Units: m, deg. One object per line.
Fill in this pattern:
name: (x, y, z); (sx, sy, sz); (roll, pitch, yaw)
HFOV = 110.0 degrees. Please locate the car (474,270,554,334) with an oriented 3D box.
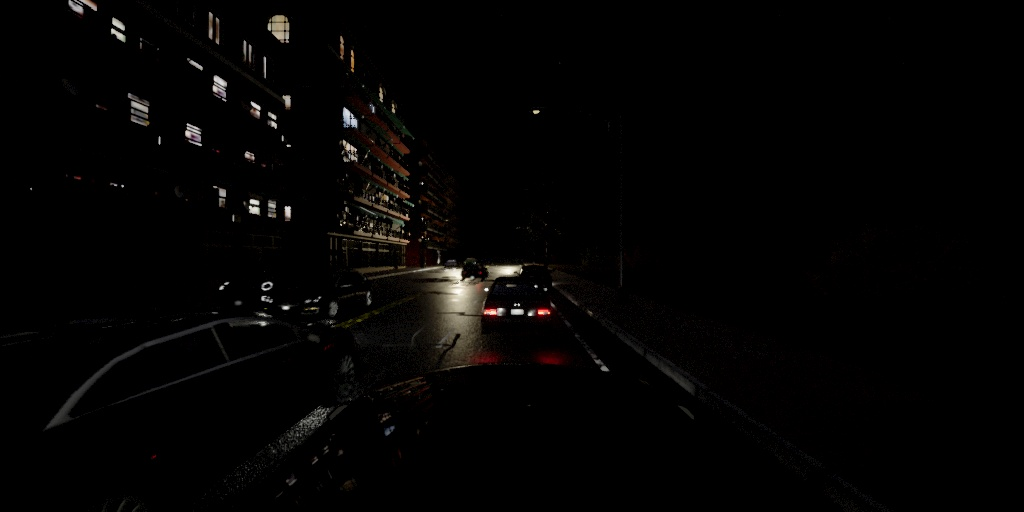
car: (0.120, 1.299, 10.531); (2.033, 1.411, 5.357); (0, 0, 0)

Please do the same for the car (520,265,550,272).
car: (1.177, 1.257, 20.219); (1.837, 1.490, 4.892); (0, 0, 0)

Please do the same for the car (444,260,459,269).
car: (-9.710, 1.313, 58.083); (1.994, 1.385, 4.181); (0, 0, 0)

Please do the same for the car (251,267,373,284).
car: (-6.577, 1.256, 12.856); (1.837, 1.490, 4.892); (0, 0, 0)

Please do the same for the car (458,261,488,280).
car: (-3.089, 1.352, 30.322); (1.895, 1.301, 4.718); (0, 0, 0)

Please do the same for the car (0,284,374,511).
car: (-3.148, 1.241, 3.328); (2.128, 1.511, 4.902); (0, 0, 0)

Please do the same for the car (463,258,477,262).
car: (-6.470, 1.101, 56.089); (2.097, 1.767, 4.553); (0, 0, 0)

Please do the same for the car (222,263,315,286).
car: (-9.822, 1.103, 15.109); (2.097, 1.767, 4.553); (0, 0, 0)
